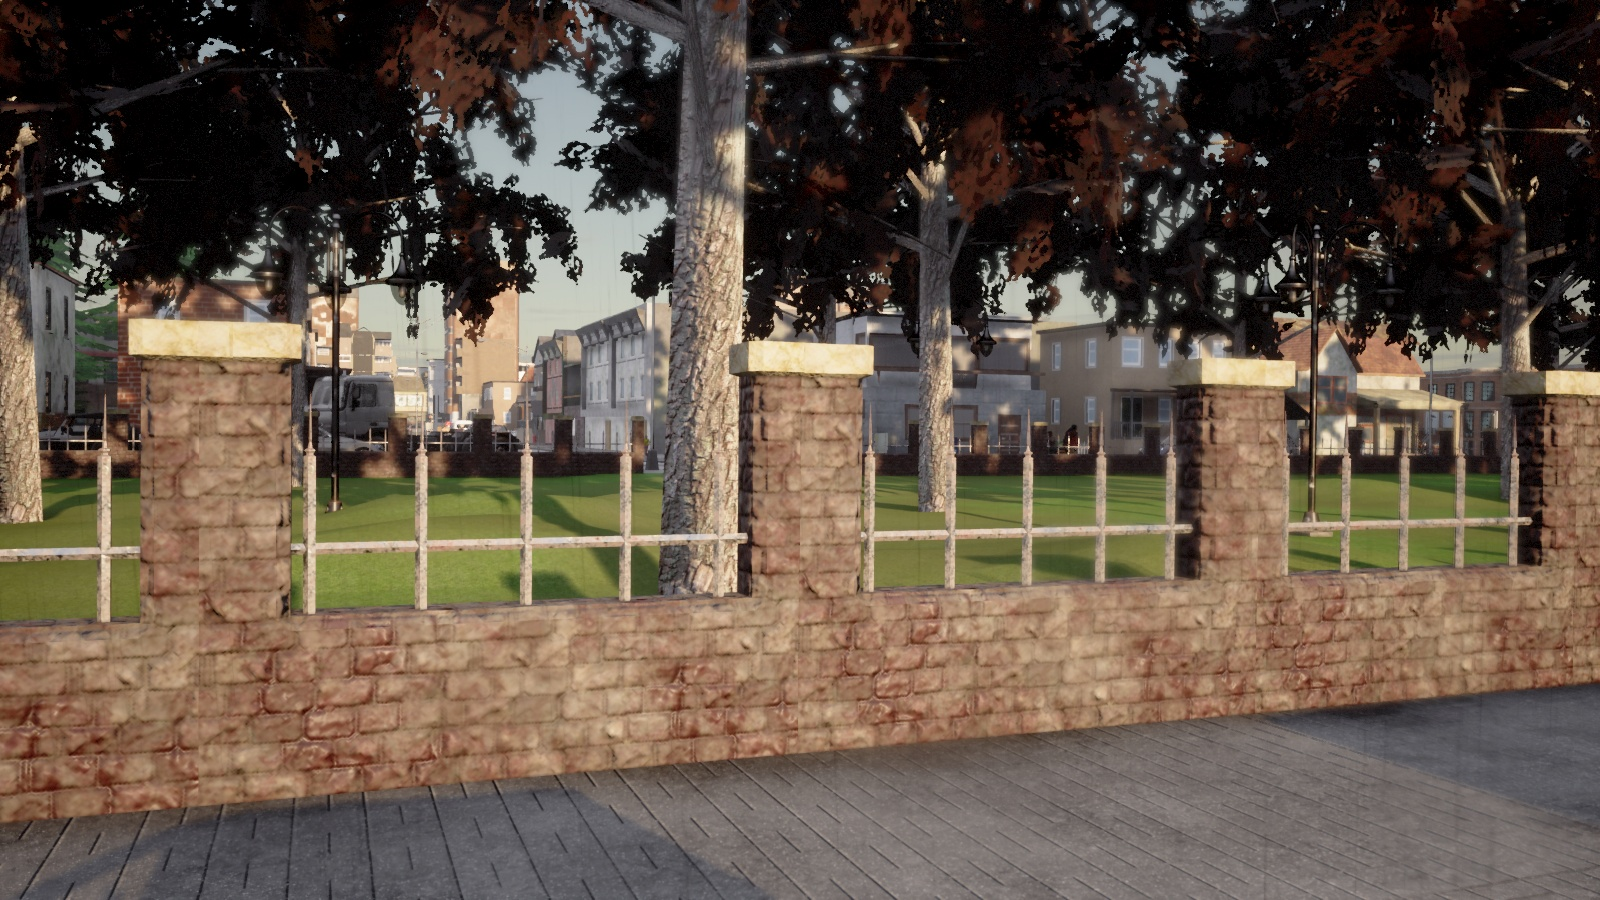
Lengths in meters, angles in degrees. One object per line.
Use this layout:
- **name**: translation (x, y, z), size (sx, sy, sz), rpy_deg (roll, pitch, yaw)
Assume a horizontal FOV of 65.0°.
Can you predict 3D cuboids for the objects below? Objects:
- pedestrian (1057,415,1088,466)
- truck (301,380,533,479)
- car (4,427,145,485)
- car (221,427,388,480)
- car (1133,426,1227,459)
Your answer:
- **pedestrian**: translation (9.999, -0.349, 46.011), size (0.899, 1.844, 0.634), rpy_deg (-1, 1, -21)
- **truck**: translation (-14.422, -0.806, 47.822), size (7.936, 3.462, 2.891), rpy_deg (-2, 1, -44)
- **car**: translation (-24.669, 0.163, 42.846), size (3.866, 1.878, 1.905), rpy_deg (-1, 1, -20)
- **car**: translation (-16.524, 0.073, 41.891), size (5.027, 1.651, 2.152), rpy_deg (-1, 1, -25)
- **car**: translation (17.850, -0.389, 59.012), size (3.806, 1.475, 1.970), rpy_deg (-1, 1, -21)
